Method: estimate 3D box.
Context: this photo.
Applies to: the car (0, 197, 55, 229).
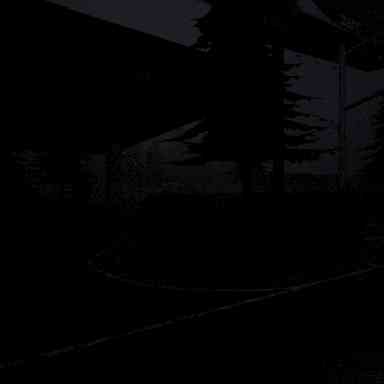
[{"bbox_3d":[-11.886,1.313,23.526,3.866,1.878,1.905,0,0,-36],"label":"car"}]
